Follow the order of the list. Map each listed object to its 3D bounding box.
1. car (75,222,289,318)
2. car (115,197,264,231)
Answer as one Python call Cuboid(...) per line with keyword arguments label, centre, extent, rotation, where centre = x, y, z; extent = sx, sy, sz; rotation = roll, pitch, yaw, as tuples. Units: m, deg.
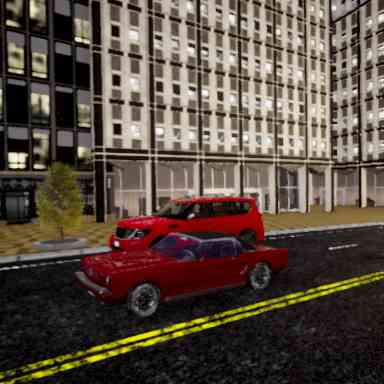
Cuboid(label="car", centre=(-0.070, 1.585, 7.496), extent=(4.718, 1.301, 1.895), rotation=(0, 0, -34))
Cuboid(label="car", centre=(0.055, 1.195, 11.495), extent=(5.566, 2.045, 2.150), rotation=(0, 0, -34))
